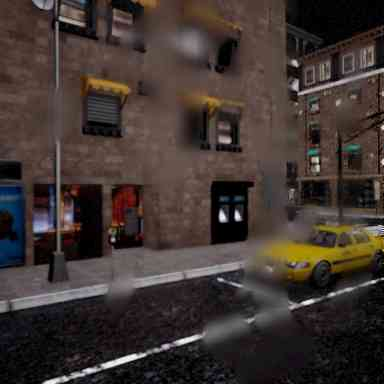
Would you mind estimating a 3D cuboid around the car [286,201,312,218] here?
[{"bbox_3d":[7.366,1.496,27.092,2.128,1.511,4.902,0,0,-36],"label":"car"}]

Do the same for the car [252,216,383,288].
[{"bbox_3d":[3.777,1.534,9.260,4.829,1.417,1.752,0,0,-35],"label":"car"}]
